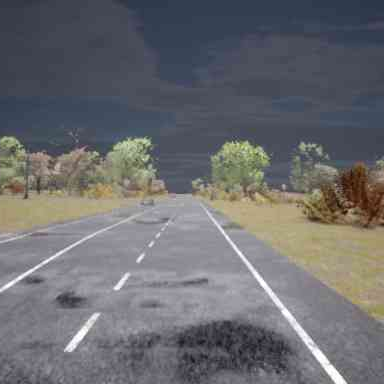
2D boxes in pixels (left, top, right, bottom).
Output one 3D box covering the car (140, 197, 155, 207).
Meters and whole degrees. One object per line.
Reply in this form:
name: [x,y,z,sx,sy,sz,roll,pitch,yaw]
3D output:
car: [-7.021,1.528,52.700,2.128,1.511,4.902,0,0,0]
